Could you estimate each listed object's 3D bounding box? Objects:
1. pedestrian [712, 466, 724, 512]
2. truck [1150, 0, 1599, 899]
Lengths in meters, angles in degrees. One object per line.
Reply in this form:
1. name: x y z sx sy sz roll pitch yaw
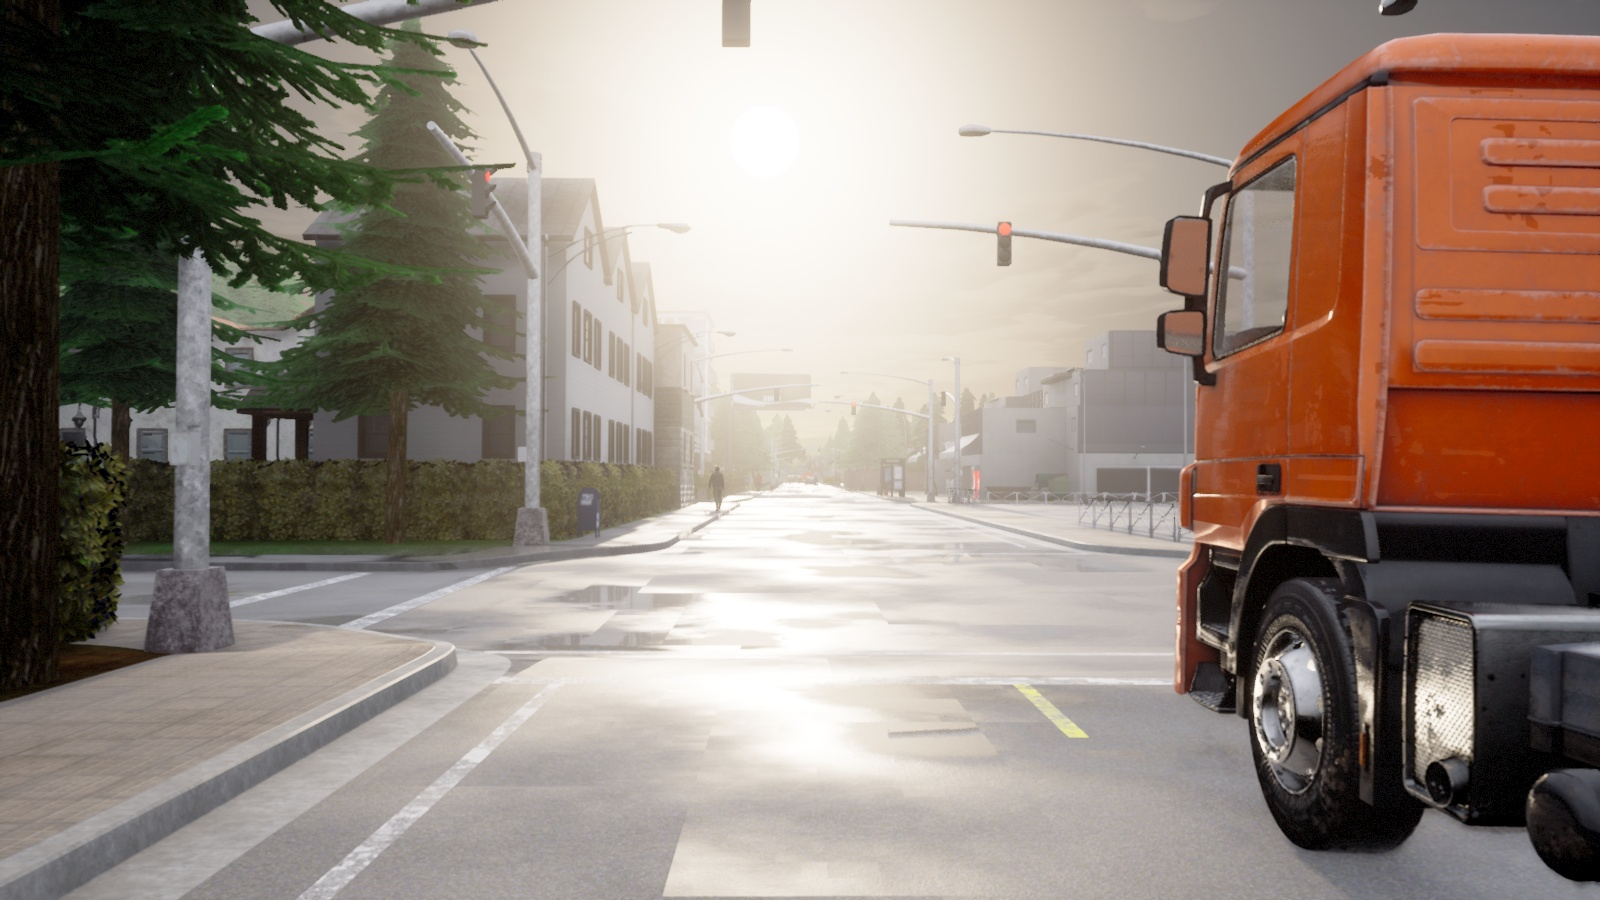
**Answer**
1. pedestrian: -3.313 1.574 51.010 0.431 1.840 0.703 0 -1 0
2. truck: 3.466 -0.046 3.099 2.891 3.462 7.936 1 0 0
